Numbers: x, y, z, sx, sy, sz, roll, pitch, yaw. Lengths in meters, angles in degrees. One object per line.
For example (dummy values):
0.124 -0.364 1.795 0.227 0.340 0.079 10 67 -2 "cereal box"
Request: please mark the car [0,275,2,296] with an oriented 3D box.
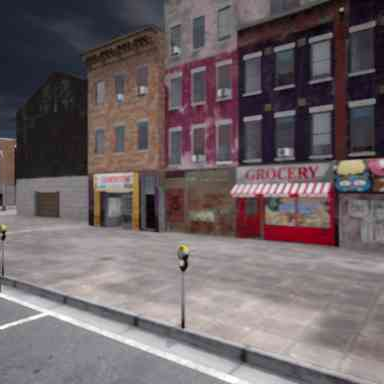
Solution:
-5.810 1.463 6.957 4.097 1.590 1.967 0 0 36 "car"
